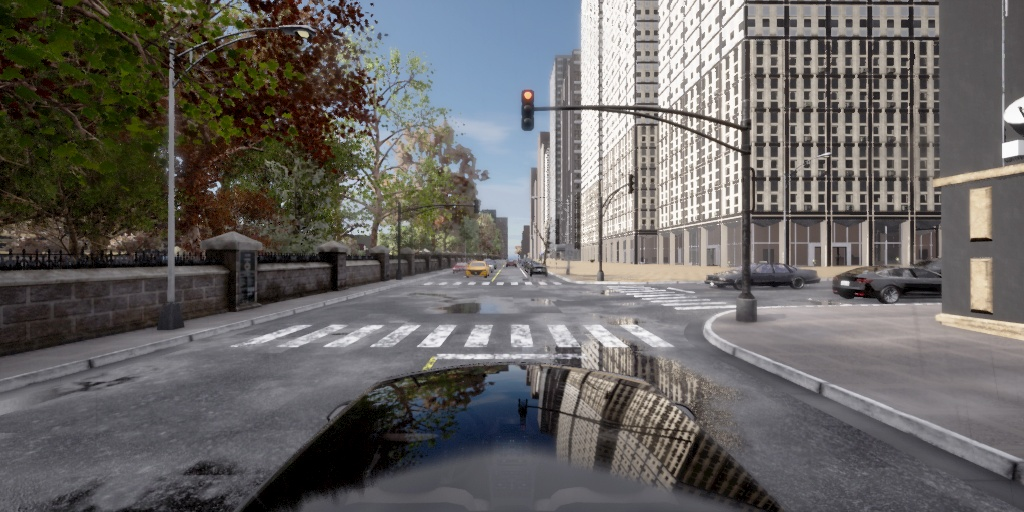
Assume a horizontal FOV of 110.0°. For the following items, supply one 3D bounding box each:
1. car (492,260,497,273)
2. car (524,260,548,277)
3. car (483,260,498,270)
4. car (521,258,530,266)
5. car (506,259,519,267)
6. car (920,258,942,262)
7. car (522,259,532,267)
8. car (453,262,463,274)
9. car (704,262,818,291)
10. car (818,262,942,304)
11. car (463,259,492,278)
[{"bbox_3d":[-3.233,1.372,44.316,1.895,1.301,4.718,0,0,0],"label":"car"},{"bbox_3d":[2.578,1.331,36.083,1.948,1.339,4.313,0,0,0],"label":"car"},{"bbox_3d":[-3.260,1.329,54.871,2.033,1.411,5.357,0,0,0],"label":"car"},{"bbox_3d":[2.542,1.339,47.348,1.948,1.339,4.313,0,0,0],"label":"car"},{"bbox_3d":[-0.103,1.320,65.245,1.812,1.442,4.674,0,0,0],"label":"car"},{"bbox_3d":[23.432,0.839,19.408,4.892,1.490,1.837,-1,0,-1],"label":"car"},{"bbox_3d":[2.560,1.335,41.716,1.948,1.339,4.313,0,0,0],"label":"car"},{"bbox_3d":[-5.820,1.351,41.688,1.802,1.307,4.207,0,0,0],"label":"car"},{"bbox_3d":[13.391,1.054,19.310,5.357,1.411,2.033,-1,0,-1],"label":"car"},{"bbox_3d":[14.647,1.026,13.540,4.313,1.339,1.948,0,0,0],"label":"car"},{"bbox_3d":[-3.203,1.241,34.253,1.882,1.535,5.008,0,0,0],"label":"car"}]
